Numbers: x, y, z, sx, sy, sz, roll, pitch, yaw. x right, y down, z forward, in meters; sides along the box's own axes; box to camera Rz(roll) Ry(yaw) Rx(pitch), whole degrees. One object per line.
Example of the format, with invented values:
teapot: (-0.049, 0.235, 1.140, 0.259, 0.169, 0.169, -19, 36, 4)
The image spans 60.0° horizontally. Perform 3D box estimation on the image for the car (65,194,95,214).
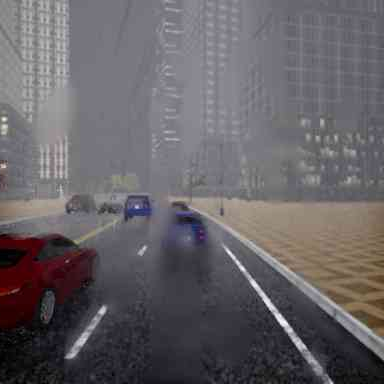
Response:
car: (-11.711, 1.234, 35.361, 2.150, 2.045, 5.566, 0, 0, -6)

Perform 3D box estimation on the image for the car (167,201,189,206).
car: (-1.203, 1.528, 29.543, 1.812, 1.442, 4.674, 0, 0, -4)

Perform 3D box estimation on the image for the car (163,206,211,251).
car: (-0.253, 1.528, 14.065, 1.812, 1.442, 4.674, 0, 0, -2)

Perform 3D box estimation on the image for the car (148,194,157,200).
car: (-11.105, 1.377, 93.239, 2.097, 1.767, 4.553, 0, 0, -15)

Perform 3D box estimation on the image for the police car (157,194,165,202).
police car: (-7.381, 1.440, 77.562, 1.930, 1.638, 5.238, 0, 0, -12)

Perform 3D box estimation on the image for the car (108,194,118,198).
car: (-18.138, 1.121, 76.561, 1.882, 1.535, 5.008, 0, 0, -12)

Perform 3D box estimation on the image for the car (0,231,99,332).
car: (-3.301, 1.530, 6.760, 1.812, 1.442, 4.674, 0, 0, -1)

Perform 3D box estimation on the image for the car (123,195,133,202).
car: (-14.369, 1.353, 74.463, 2.128, 1.511, 4.902, 0, 0, -12)

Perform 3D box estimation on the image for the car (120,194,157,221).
car: (-4.287, 1.228, 27.454, 2.150, 2.045, 5.566, 0, 0, -4)

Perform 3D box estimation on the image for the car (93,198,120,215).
car: (-8.264, 1.611, 33.493, 1.895, 1.301, 4.718, 0, 0, -5)

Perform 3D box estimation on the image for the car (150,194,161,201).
car: (-9.618, 1.372, 87.329, 2.097, 1.767, 4.553, 0, 0, -14)
